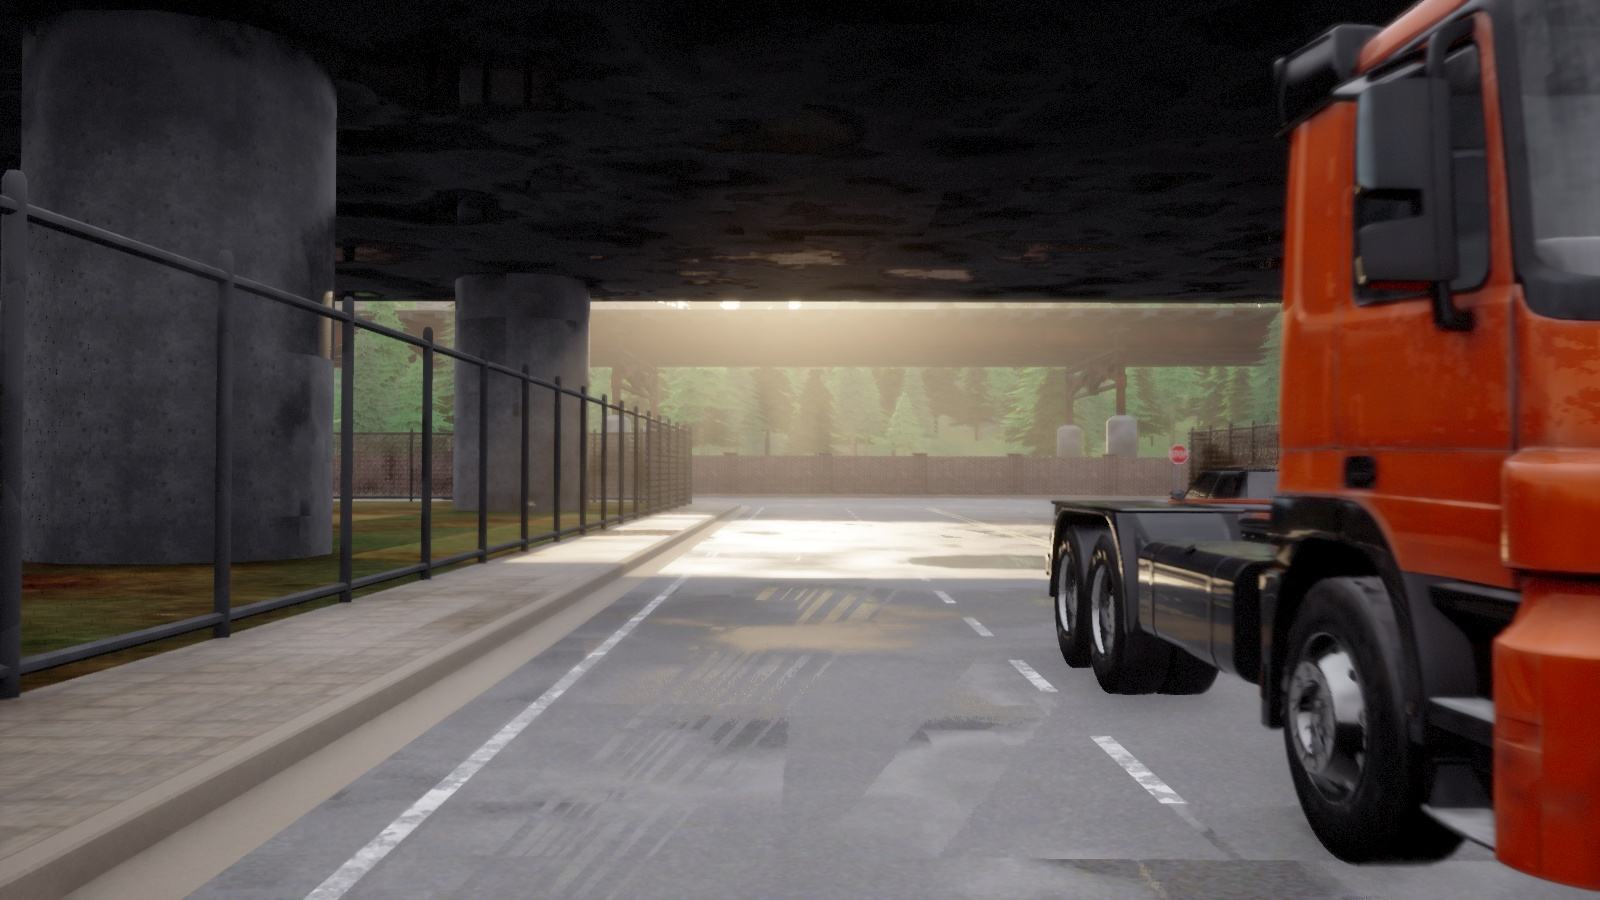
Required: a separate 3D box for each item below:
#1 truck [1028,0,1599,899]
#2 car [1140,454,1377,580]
[{"bbox_3d":[3.523,-0.058,7.373,2.891,3.462,7.936,0,-1,0],"label":"truck"},{"bbox_3d":[7.080,0.979,19.979,2.097,1.767,4.553,0,-1,0],"label":"car"}]
